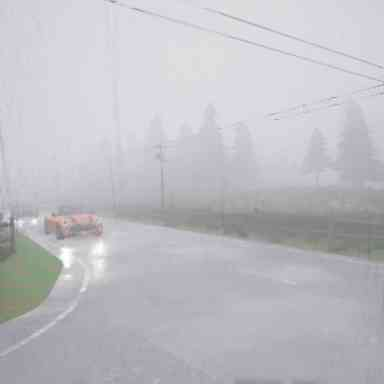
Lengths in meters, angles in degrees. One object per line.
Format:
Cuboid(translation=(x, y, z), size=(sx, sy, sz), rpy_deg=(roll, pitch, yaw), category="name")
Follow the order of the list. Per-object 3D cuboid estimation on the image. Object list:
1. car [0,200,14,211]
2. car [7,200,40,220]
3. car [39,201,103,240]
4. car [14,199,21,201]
Cuboid(translation=(-26.172, 1.931, 45.586), size=(1.812, 1.442, 4.674), rpy_deg=(-2, 1, -38), category="car")
Cuboid(translation=(-15.979, 1.795, 31.676), size=(1.994, 1.385, 4.181), rpy_deg=(-2, 1, -35), category="car")
Cuboid(translation=(-6.415, 1.432, 17.759), size=(2.097, 1.767, 4.553), rpy_deg=(-2, 1, -34), category="car")
Cuboid(translation=(-26.806, 1.868, 51.488), size=(1.837, 1.490, 4.892), rpy_deg=(-2, 1, -39), category="car")
